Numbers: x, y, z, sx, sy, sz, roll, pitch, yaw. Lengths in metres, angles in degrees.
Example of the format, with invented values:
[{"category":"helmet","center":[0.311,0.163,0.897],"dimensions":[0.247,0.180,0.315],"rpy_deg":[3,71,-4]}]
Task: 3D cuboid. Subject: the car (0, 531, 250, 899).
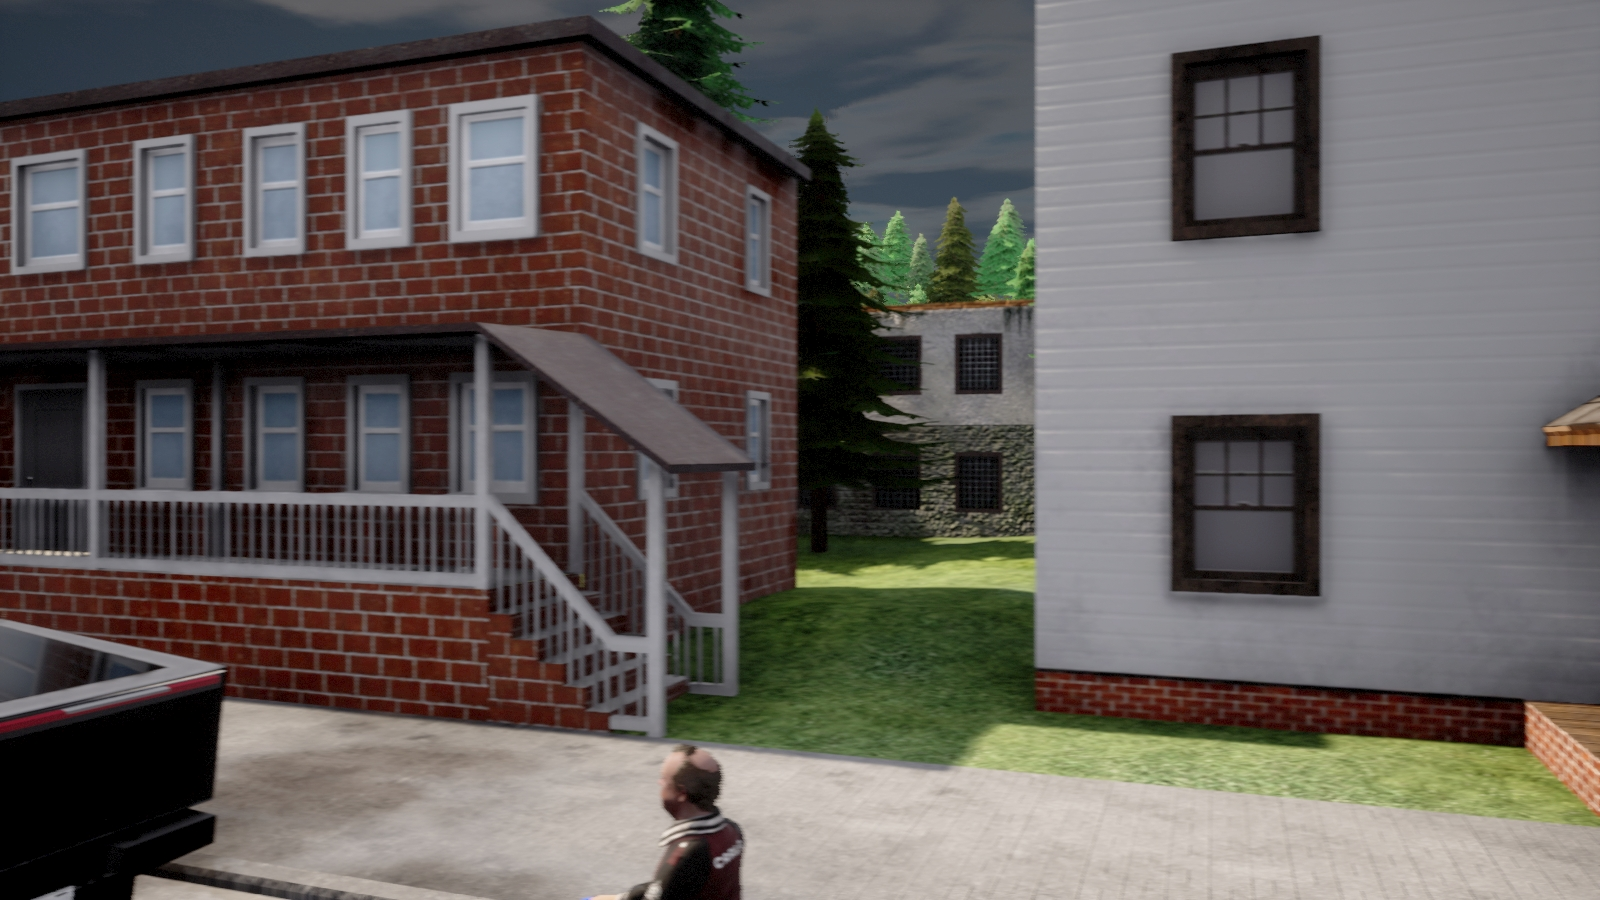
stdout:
[{"category":"car","center":[-6.336,1.534,6.135],"dimensions":[6.274,2.098,2.390],"rpy_deg":[0,0,20]}]
